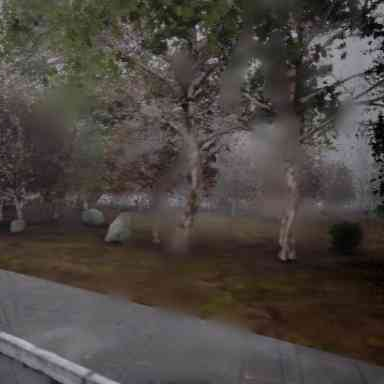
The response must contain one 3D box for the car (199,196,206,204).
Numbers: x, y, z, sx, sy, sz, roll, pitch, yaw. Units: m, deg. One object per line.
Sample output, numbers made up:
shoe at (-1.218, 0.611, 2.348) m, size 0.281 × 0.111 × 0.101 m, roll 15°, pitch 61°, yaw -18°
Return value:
car at (0.502, 2.068, 92.632) m, size 2.435 × 2.045 × 5.566 m, roll 5°, pitch 1°, yaw 42°
